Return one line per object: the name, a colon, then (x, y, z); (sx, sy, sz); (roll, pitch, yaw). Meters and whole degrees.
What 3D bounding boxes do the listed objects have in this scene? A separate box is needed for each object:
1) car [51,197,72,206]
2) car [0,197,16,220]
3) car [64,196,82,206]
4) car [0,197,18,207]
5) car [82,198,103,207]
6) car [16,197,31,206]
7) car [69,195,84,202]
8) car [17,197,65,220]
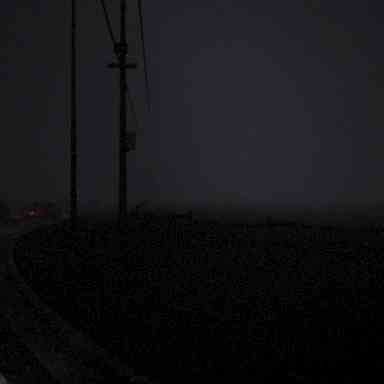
car: (-22.947, 1.574, 58.684); (2.033, 1.411, 5.357); (0, 0, -6)
car: (-15.931, 1.235, 25.294); (2.150, 2.045, 5.566); (0, 0, -6)
car: (-18.572, 1.548, 51.249); (1.812, 1.442, 4.674); (0, 0, -6)
car: (-29.233, 1.552, 52.296); (1.812, 1.442, 4.674); (0, 0, -6)
car: (-15.055, 1.585, 51.270); (1.994, 1.385, 4.181); (0, 0, -6)
car: (-25.681, 1.503, 51.956); (1.882, 1.535, 5.008); (0, 0, -6)
car: (-24.002, 1.415, 69.050); (1.994, 1.385, 4.181); (0, 0, -6)
car: (-12.729, 1.491, 28.400); (1.882, 1.535, 5.008); (0, 0, -6)
